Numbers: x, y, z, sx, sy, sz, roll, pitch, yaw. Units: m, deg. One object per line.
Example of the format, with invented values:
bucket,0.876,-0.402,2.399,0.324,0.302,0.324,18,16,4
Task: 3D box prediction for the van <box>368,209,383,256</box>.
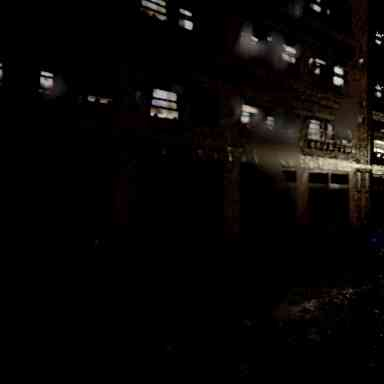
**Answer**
van,8.238,1.470,12.442,3.998,1.788,1.690,1,0,-36
